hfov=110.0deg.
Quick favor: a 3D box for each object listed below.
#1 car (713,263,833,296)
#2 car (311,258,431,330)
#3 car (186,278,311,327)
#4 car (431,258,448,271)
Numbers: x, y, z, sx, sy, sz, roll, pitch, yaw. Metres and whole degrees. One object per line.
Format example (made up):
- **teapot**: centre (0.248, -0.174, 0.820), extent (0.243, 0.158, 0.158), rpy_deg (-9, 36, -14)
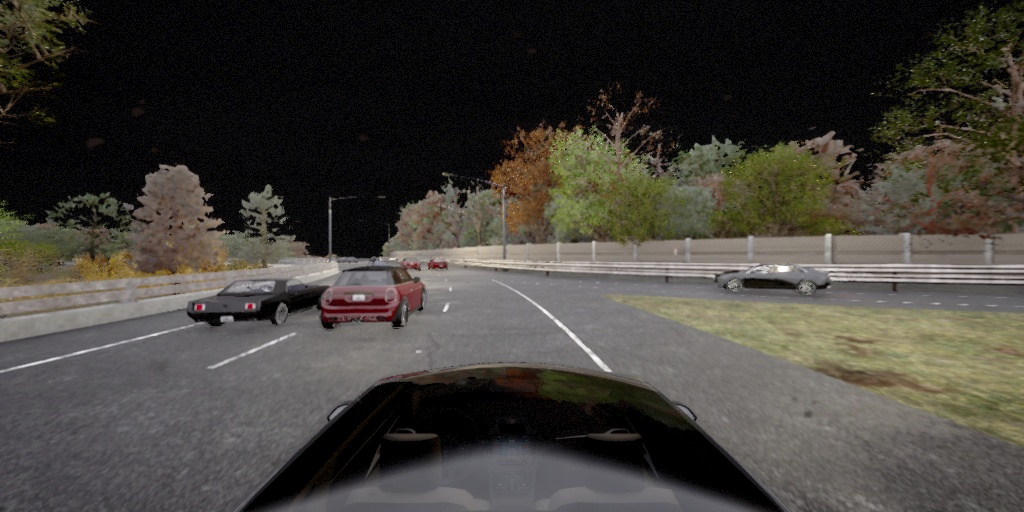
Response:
- **car**: centre (13.042, 1.117, 18.254), extent (4.902, 1.511, 2.128), rpy_deg (0, 0, 29)
- **car**: centre (-4.057, 1.072, 11.266), extent (2.097, 1.767, 4.553), rpy_deg (0, 0, -4)
- **car**: centre (-7.601, 1.332, 11.473), extent (1.895, 1.301, 4.718), rpy_deg (0, 0, -6)
- **car**: centre (-9.687, 1.052, 46.476), extent (1.882, 1.535, 5.008), rpy_deg (0, 0, -23)
